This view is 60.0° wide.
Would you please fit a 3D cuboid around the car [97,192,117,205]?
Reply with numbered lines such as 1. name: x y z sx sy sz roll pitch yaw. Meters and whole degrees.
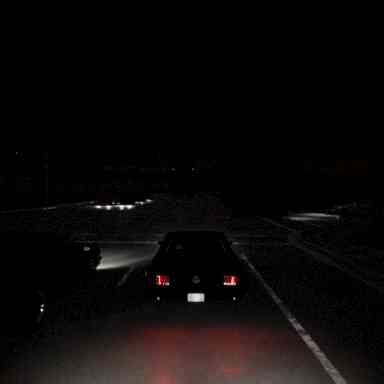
1. car: -14.069 1.087 55.606 2.150 2.045 5.566 0 1 0

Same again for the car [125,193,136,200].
1. car: -13.971 1.105 75.687 1.812 1.442 4.674 0 1 0

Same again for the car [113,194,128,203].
1. car: -14.007 1.224 65.412 1.882 1.535 5.008 0 1 1

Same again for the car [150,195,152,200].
1. car: -10.470 1.101 77.355 1.994 1.385 4.181 0 1 0

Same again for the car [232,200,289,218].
1. car: 5.960 1.494 29.171 4.892 1.490 1.837 0 1 9

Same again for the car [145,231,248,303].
1. car: 0.086 1.601 8.174 1.895 1.301 4.718 0 0 0

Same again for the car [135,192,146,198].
1. car: -13.966 0.801 90.642 2.033 1.411 5.357 0 1 0

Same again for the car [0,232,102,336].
1. car: -3.418 1.547 6.793 2.033 1.411 5.357 0 0 0

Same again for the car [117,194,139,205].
1. car: -10.564 1.435 54.880 1.994 1.385 4.181 0 1 0

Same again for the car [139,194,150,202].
1. car: -10.491 1.266 67.286 2.033 1.411 5.357 0 1 0

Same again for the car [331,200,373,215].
1. car: 16.168 1.526 32.806 4.674 1.442 1.812 0 0 -2
